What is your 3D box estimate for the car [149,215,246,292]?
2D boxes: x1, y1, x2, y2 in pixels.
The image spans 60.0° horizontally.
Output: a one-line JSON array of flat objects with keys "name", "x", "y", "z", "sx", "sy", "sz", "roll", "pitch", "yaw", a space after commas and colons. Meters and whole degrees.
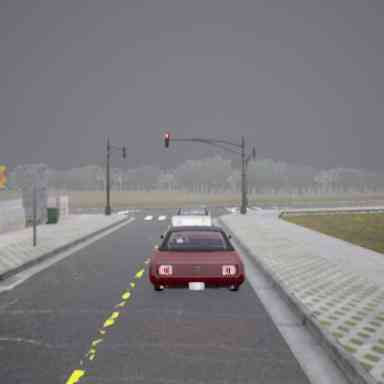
[{"name": "car", "x": 0.100, "y": 1.500, "z": 8.603, "sx": 1.895, "sy": 1.301, "sz": 4.718, "roll": 0, "pitch": 1, "yaw": 0}]

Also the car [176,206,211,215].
[{"name": "car", "x": 0.098, "y": 1.404, "z": 17.967, "sx": 1.895, "sy": 1.301, "sz": 4.718, "roll": 0, "pitch": 1, "yaw": 3}]
